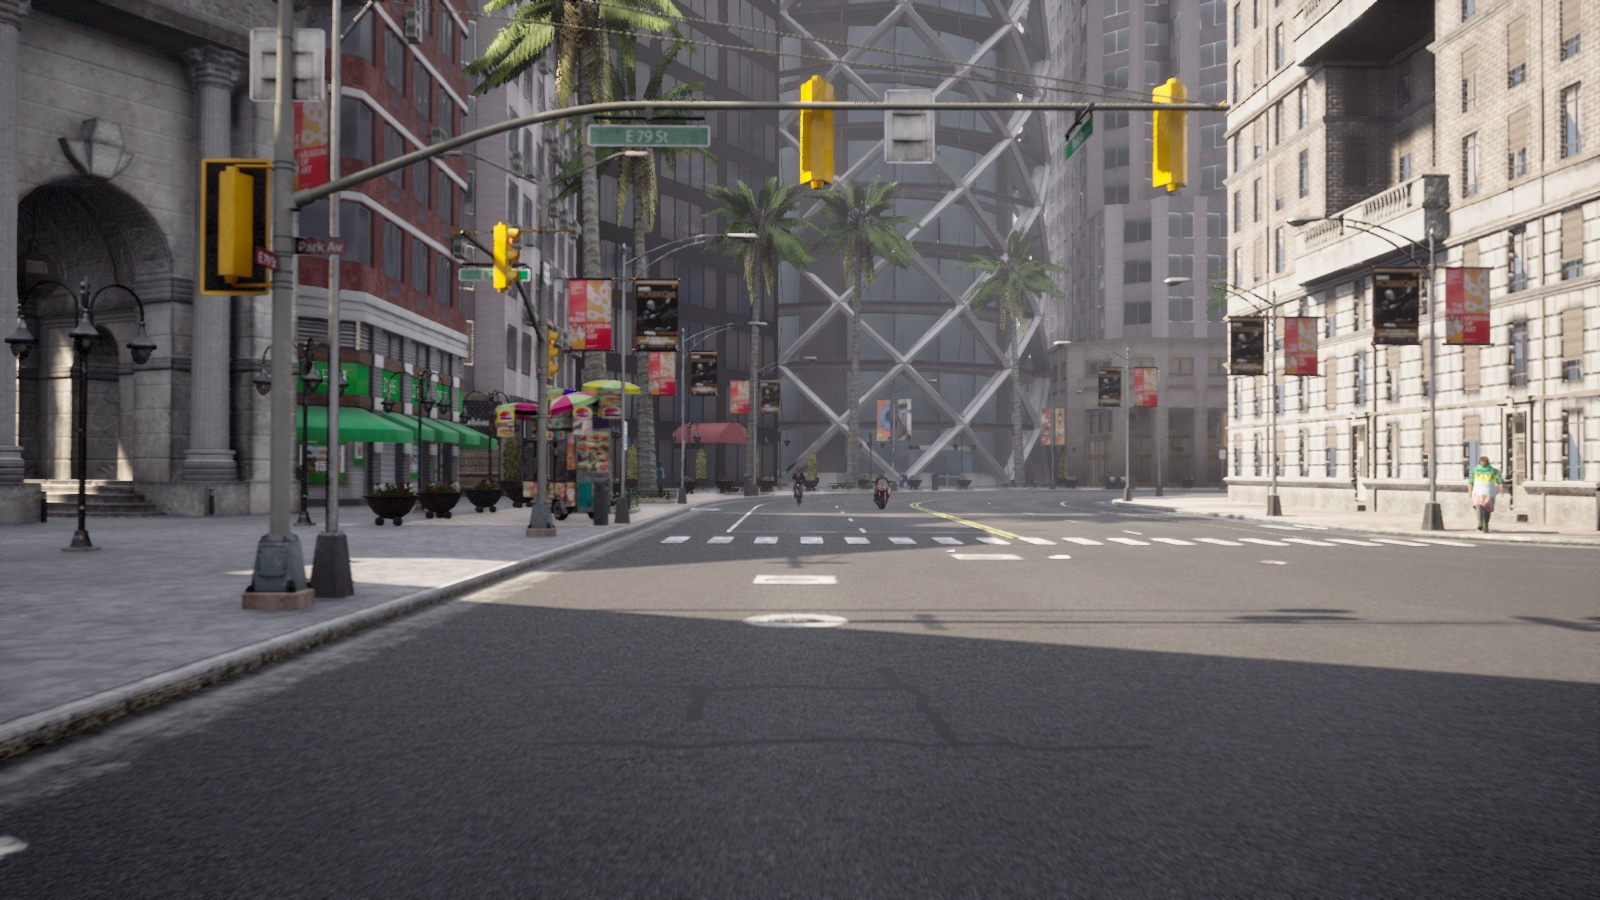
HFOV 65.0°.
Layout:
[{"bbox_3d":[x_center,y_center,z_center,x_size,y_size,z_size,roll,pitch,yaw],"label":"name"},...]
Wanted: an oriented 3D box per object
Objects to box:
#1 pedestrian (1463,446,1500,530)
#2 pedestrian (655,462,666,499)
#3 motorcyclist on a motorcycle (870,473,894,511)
[{"bbox_3d":[16.169,0.901,29.771,0.659,1.952,0.873,-1,-1,35],"label":"pedestrian"},{"bbox_3d":[-7.296,1.600,65.648,0.396,1.930,0.692,0,-1,7],"label":"pedestrian"},{"bbox_3d":[3.367,1.703,51.771,0.866,1.530,2.191,0,-1,0],"label":"motorcyclist on a motorcycle"}]
